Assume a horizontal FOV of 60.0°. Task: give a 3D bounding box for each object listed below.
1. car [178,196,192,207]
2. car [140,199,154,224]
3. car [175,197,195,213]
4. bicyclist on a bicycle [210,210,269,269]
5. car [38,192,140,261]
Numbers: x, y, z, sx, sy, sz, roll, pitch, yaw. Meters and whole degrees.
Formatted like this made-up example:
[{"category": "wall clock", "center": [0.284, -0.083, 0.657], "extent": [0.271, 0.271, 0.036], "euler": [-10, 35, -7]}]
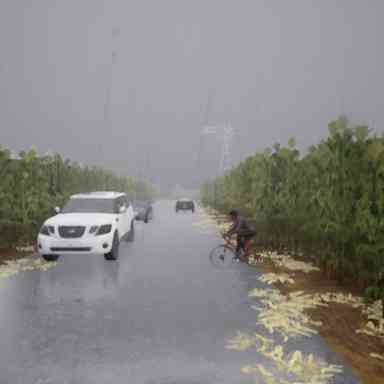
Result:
[{"category": "car", "center": [-1.060, 1.356, 48.493], "extent": [1.994, 1.385, 4.181], "euler": [0, 0, -1]}, {"category": "car", "center": [-3.688, 1.244, 22.416], "extent": [2.128, 1.511, 4.902], "euler": [0, 0, -1]}, {"category": "car", "center": [-0.737, 1.311, 35.041], "extent": [1.882, 1.535, 5.008], "euler": [0, 0, -1]}, {"category": "bicyclist on a bicycle", "center": [1.315, 1.335, 9.199], "extent": [1.656, 1.620, 0.582], "euler": [0, 1, -1]}, {"category": "car", "center": [-3.451, 1.047, 12.011], "extent": [2.150, 2.045, 5.566], "euler": [0, 1, -1]}]
